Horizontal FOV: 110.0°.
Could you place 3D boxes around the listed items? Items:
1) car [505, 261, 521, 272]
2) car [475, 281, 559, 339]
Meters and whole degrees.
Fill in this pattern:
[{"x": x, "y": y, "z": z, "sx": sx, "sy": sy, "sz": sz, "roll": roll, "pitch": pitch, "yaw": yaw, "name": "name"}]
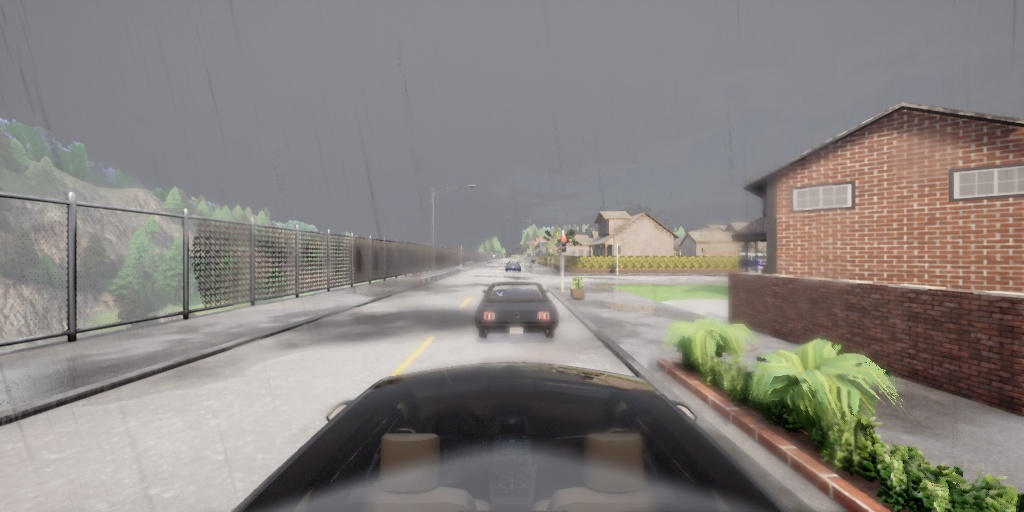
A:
[{"x": 0.147, "y": 1.310, "z": 46.388, "sx": 1.994, "sy": 1.385, "sz": 4.181, "roll": 0, "pitch": 0, "yaw": 0, "name": "car"}, {"x": 0.107, "y": 1.350, "z": 10.106, "sx": 1.895, "sy": 1.301, "sz": 4.718, "roll": 0, "pitch": 0, "yaw": 0, "name": "car"}]
